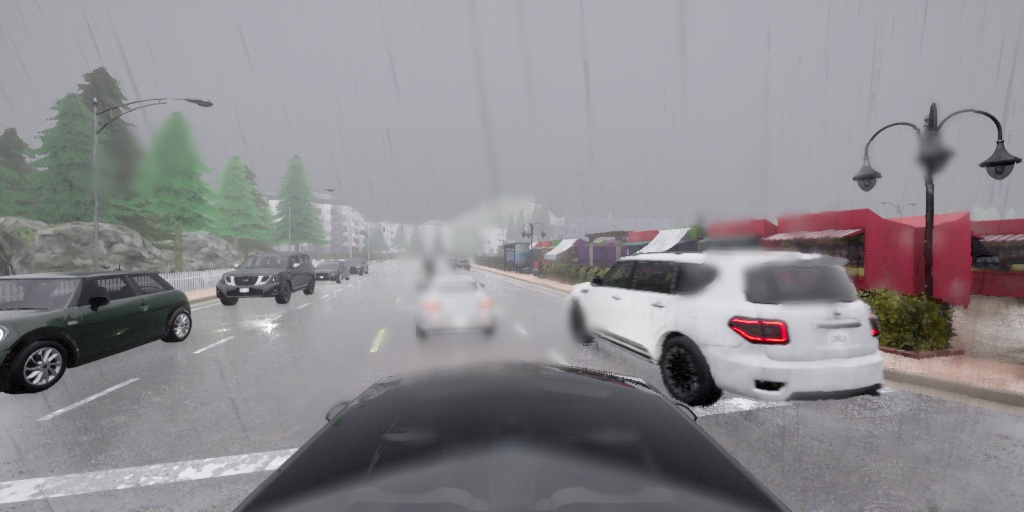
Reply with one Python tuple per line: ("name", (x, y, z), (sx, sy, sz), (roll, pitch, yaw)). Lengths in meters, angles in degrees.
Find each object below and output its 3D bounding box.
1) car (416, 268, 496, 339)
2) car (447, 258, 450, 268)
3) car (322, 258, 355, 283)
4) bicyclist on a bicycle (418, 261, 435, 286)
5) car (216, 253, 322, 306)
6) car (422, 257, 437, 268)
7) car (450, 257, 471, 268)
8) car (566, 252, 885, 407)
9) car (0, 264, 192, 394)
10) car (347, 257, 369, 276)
("car", (-1.631, 1.224, 9.936), (1.812, 1.442, 4.674), (0, 0, -13))
("car", (-8.291, 0.872, 51.372), (1.882, 1.535, 5.008), (0, 0, -14))
("car", (-12.778, 1.089, 25.345), (1.837, 1.490, 4.892), (0, 0, -14))
("bicyclist on a bicycle", (-4.626, 1.079, 19.737), (0.582, 1.620, 1.656), (0, 1, 24))
("car", (-10.412, 0.876, 15.741), (2.150, 2.045, 5.566), (0, 0, -14))
("car", (-11.681, 0.903, 50.825), (1.837, 1.490, 4.892), (0, 0, -14))
("car", (-5.955, 0.966, 42.330), (1.837, 1.490, 4.892), (0, 0, -14))
("car", (2.892, 0.949, 6.491), (2.150, 2.045, 5.566), (0, 1, -14))
("car", (-8.115, 1.076, 6.332), (2.097, 1.767, 4.553), (0, 0, -13))
("car", (-14.730, 0.877, 33.312), (2.097, 1.767, 4.553), (0, 0, -14))
